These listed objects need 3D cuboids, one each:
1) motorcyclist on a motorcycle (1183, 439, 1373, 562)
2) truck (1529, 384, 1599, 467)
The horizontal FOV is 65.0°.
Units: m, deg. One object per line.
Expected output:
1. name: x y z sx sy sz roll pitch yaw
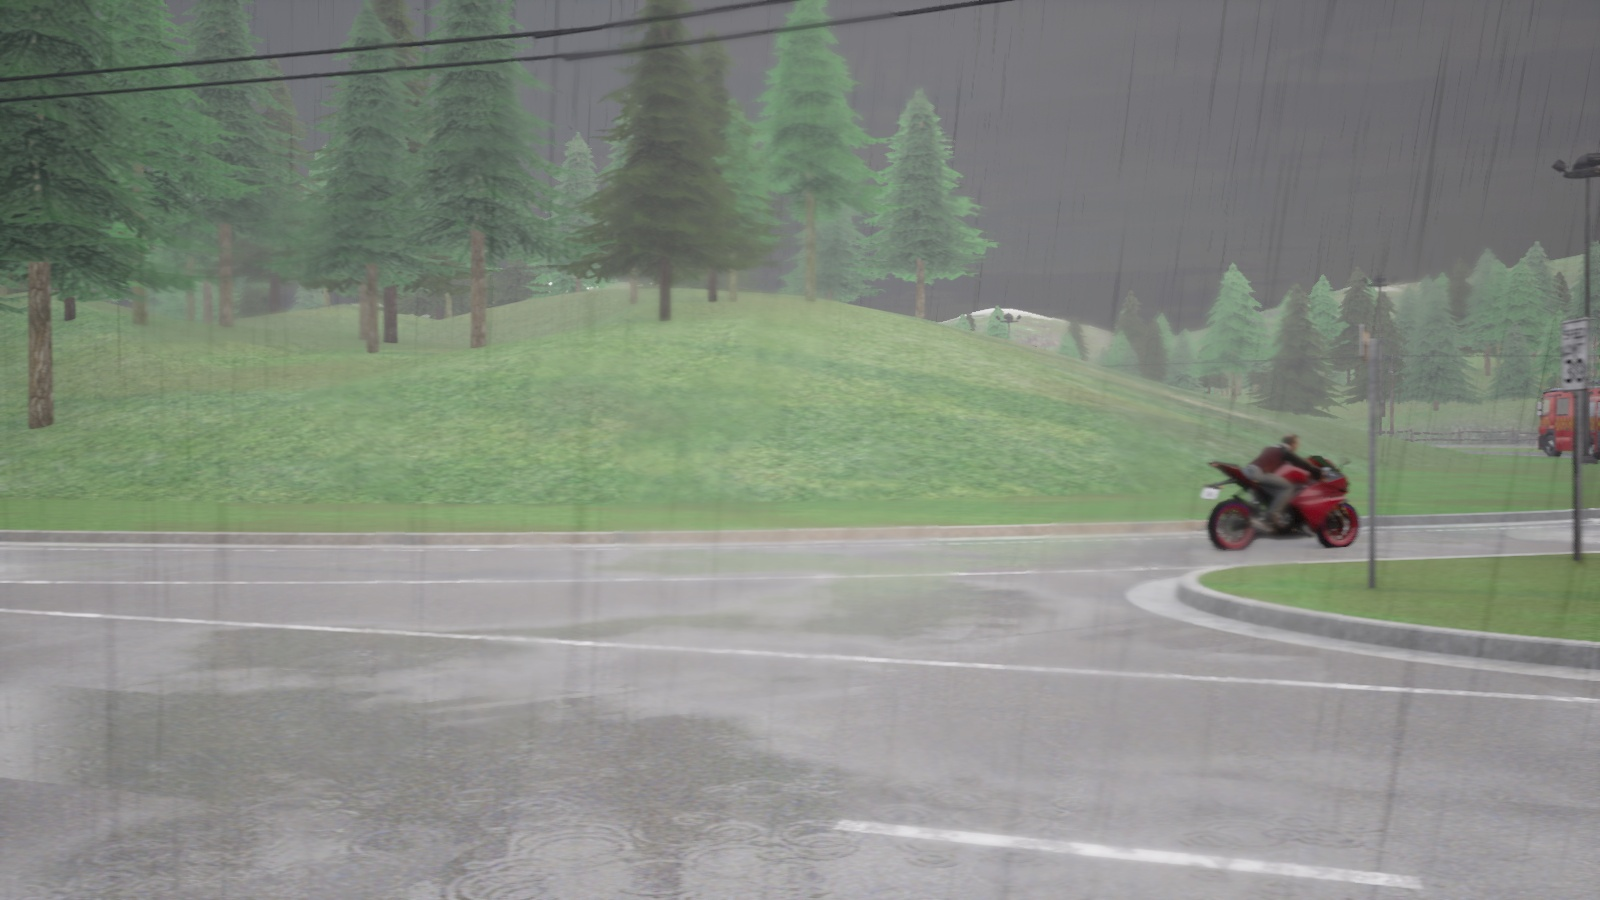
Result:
1. motorcyclist on a motorcycle: 6.214 0.623 16.358 2.191 1.530 0.866 0 1 -14
2. truck: 38.849 -1.175 61.415 2.891 3.827 8.468 0 1 12
